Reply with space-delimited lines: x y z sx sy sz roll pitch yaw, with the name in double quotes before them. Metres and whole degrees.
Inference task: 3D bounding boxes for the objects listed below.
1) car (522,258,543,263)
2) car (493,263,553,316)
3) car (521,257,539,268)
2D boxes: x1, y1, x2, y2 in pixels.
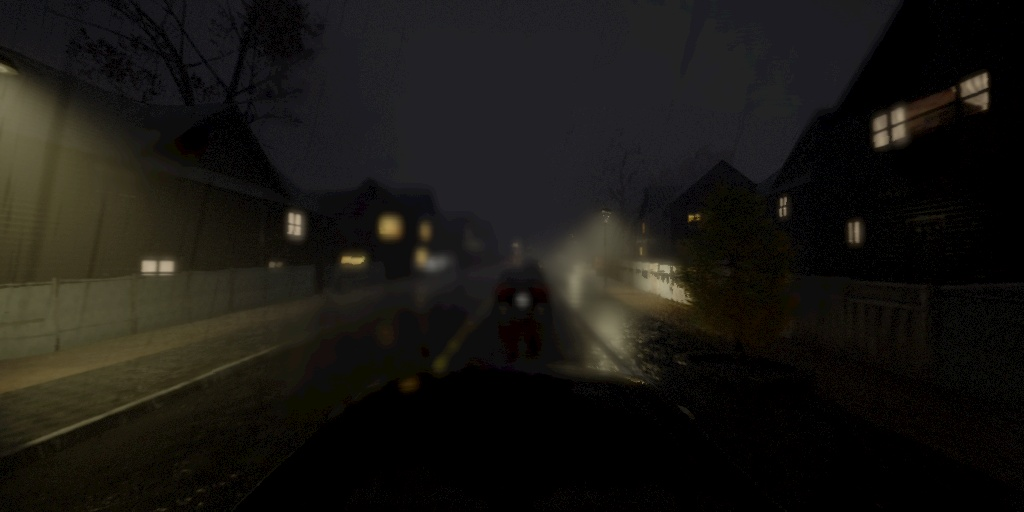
"car" 1.761 1.109 28.562 1.837 1.490 4.892 0 1 7
"car" 0.439 1.175 13.132 1.882 1.535 5.008 0 0 3
"car" 2.632 0.954 51.463 1.812 1.442 4.674 0 0 12
